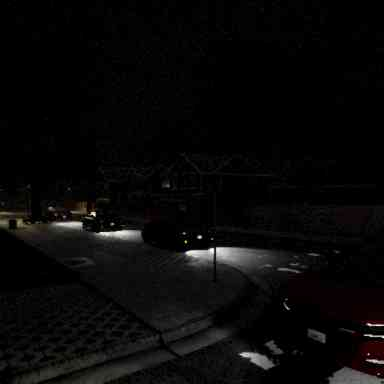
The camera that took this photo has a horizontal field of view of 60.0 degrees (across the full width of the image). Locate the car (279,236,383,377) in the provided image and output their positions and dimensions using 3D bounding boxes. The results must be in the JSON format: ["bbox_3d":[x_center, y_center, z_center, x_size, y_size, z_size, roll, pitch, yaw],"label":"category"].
[{"bbox_3d":[3.545,1.505,5.510,5.008,1.535,1.882,1,-1,-36],"label":"car"}]

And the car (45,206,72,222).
[{"bbox_3d":[-13.902,2.215,34.562,2.128,1.511,4.902,0,-1,-35],"label":"car"}]

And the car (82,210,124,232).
[{"bbox_3d":[-6.552,2.048,24.266,1.994,1.385,4.181,0,-1,-35],"label":"car"}]

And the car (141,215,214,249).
[{"bbox_3d":[-0.815,1.849,16.239,1.994,1.385,4.181,0,-1,-35],"label":"car"}]
